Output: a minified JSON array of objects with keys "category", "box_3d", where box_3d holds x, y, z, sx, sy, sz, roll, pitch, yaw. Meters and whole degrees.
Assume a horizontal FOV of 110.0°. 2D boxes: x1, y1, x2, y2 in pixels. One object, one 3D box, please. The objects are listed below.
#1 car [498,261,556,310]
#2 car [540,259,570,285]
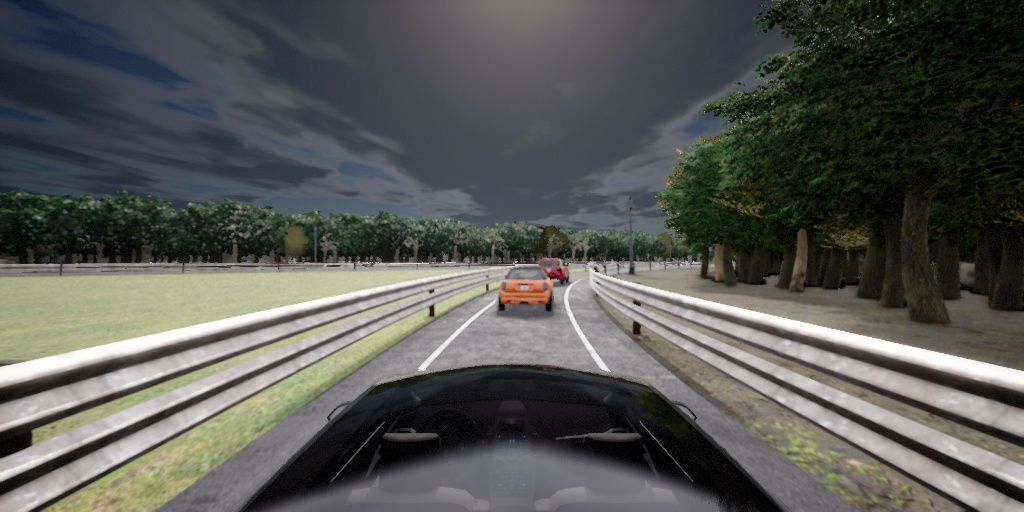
[{"category":"car","box_3d":[0.731,1.234,15.589,2.097,1.767,4.553,0,-1,7]},{"category":"car","box_3d":[3.495,1.244,30.041,2.150,2.045,5.566,0,0,15]}]
